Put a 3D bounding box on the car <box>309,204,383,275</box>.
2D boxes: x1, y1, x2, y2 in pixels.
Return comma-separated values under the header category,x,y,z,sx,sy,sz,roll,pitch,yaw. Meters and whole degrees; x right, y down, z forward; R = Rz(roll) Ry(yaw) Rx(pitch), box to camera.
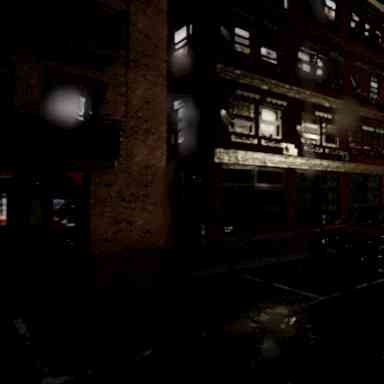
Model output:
category,x,y,z,sx,sy,sz,roll,pitch,yaw
car,5.962,1.356,10.822,5.009,1.841,2.192,0,0,-36
